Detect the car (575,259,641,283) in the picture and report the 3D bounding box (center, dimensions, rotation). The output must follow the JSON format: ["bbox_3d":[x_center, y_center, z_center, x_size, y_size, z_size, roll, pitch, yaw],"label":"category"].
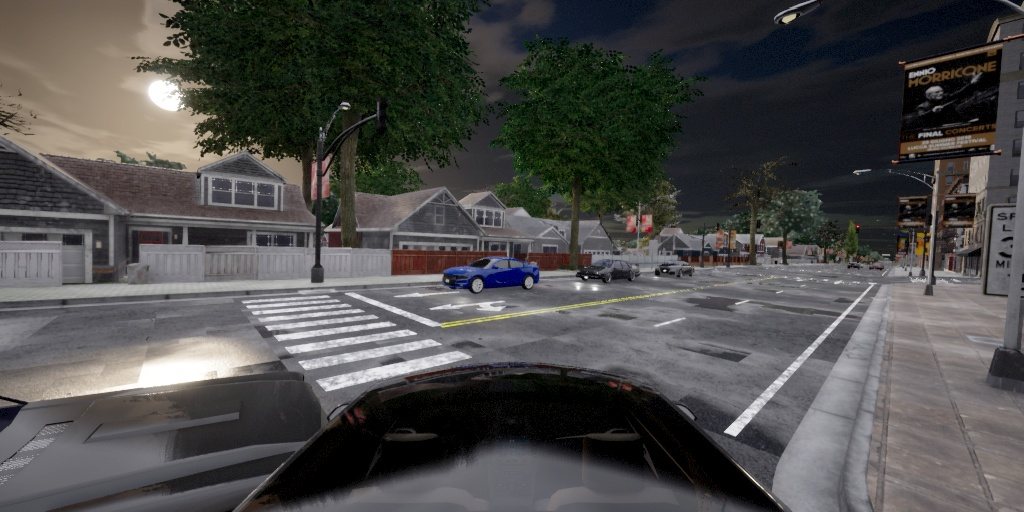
[{"bbox_3d":[6.428,0.922,23.421,5.357,1.411,2.033,1,2,-43],"label":"car"}]

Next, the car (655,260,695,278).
[{"bbox_3d":[13.745,1.018,30.216,4.181,1.385,1.994,1,2,-43],"label":"car"}]

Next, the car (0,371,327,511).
[{"bbox_3d":[-3.319,1.274,1.483,4.718,1.301,1.895,1,2,-33],"label":"car"}]

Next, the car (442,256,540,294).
[{"bbox_3d":[-0.857,0.776,16.627,5.008,1.535,1.882,1,3,-43],"label":"car"}]
